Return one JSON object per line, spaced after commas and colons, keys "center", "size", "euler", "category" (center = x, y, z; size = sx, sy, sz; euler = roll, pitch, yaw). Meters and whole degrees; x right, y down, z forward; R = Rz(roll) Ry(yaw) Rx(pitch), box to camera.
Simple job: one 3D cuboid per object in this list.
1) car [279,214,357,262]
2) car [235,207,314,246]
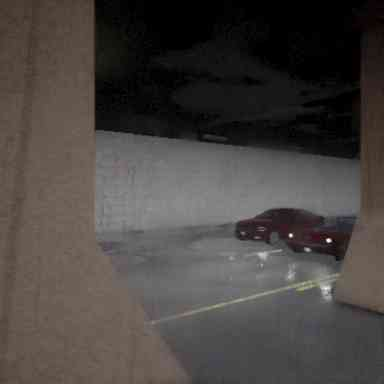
{"center": [5.631, 1.603, 12.308], "size": [4.718, 1.301, 1.895], "euler": [0, 0, -36], "category": "car"}
{"center": [4.213, 1.480, 15.596], "size": [5.008, 1.535, 1.882], "euler": [0, 0, -35], "category": "car"}
